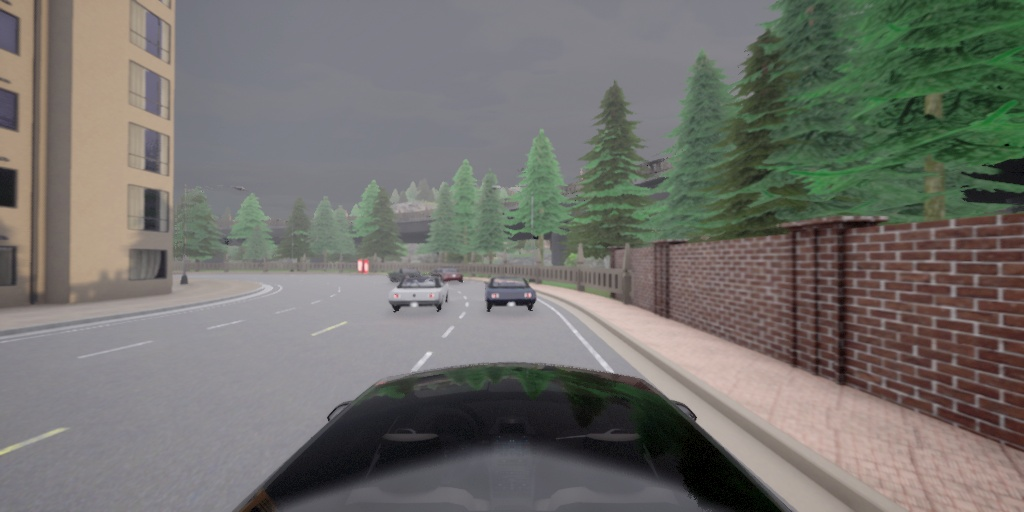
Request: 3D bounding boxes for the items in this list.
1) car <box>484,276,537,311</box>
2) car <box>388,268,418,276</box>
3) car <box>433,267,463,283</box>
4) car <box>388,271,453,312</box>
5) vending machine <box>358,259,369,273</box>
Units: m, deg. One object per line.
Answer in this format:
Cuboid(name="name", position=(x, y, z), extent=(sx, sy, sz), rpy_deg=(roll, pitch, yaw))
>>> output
Cuboid(name="car", position=(-0.240, 1.498, 15.298), extent=(1.895, 1.301, 4.718), rpy_deg=(0, -1, -6))
Cuboid(name="car", position=(-8.880, 1.657, 29.923), extent=(1.895, 1.301, 4.718), rpy_deg=(0, -1, -33))
Cuboid(name="car", position=(-5.972, 1.641, 31.833), extent=(1.994, 1.385, 4.181), rpy_deg=(0, -1, -33))
Cuboid(name="car", position=(-3.735, 1.497, 15.139), extent=(1.895, 1.301, 4.718), rpy_deg=(0, -1, -6))
Cuboid(name="vending machine", position=(-20.370, 1.459, 49.125), extent=(0.880, 2.100, 1.100), rpy_deg=(0, 0, 24))
